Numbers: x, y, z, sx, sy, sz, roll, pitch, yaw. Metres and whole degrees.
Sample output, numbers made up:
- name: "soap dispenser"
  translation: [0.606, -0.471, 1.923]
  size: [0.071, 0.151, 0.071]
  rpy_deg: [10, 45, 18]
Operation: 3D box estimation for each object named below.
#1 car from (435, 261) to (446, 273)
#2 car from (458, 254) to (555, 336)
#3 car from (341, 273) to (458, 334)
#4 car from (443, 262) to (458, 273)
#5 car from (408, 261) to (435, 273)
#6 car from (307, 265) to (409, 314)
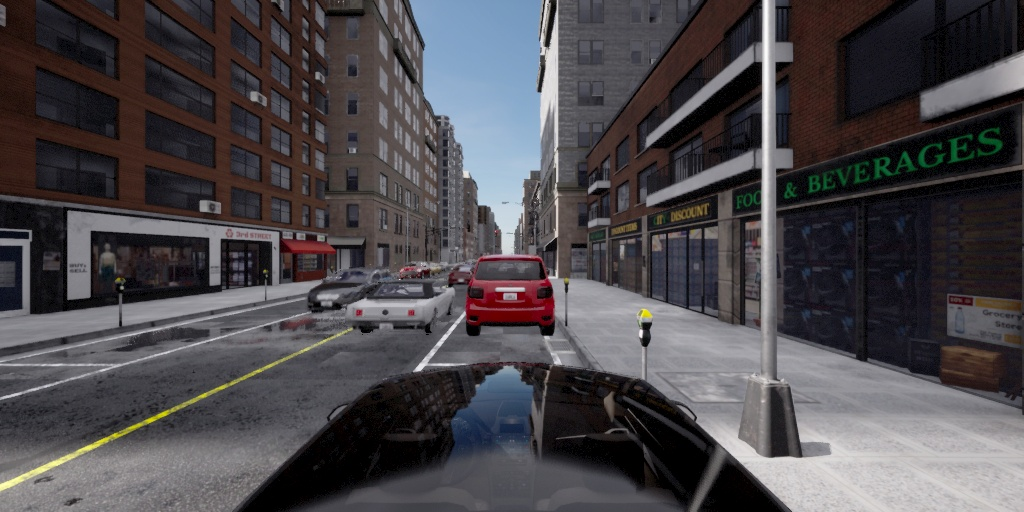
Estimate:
- name: "car"
  translation: [-8.408, 1.275, 36.773]
  size: [1.751, 1.417, 4.829]
  rpy_deg: [0, 0, 0]
- name: "car"
  translation: [-0.039, 0.978, 10.530]
  size: [2.150, 2.045, 5.566]
  rpy_deg: [0, 0, 0]
- name: "car"
  translation: [-2.920, 1.351, 10.570]
  size: [1.895, 1.301, 4.718]
  rpy_deg: [0, 0, 0]
- name: "car"
  translation: [-3.023, 1.275, 23.538]
  size: [1.812, 1.442, 4.674]
  rpy_deg: [0, 0, 0]
- name: "car"
  translation: [-8.408, 1.189, 31.425]
  size: [1.967, 1.591, 4.097]
  rpy_deg: [0, 0, 0]
- name: "car"
  translation: [-5.869, 1.241, 13.809]
  size: [2.128, 1.511, 4.902]
  rpy_deg: [0, 0, 0]
